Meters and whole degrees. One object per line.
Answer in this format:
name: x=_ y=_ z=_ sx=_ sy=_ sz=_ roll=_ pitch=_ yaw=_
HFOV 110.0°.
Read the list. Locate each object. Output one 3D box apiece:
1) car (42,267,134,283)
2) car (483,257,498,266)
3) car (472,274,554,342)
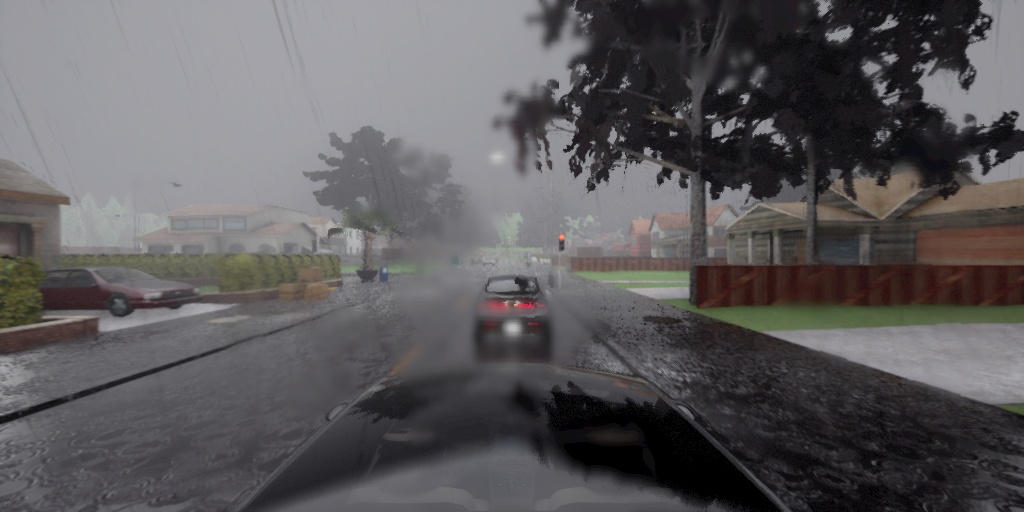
car: x=-34.006 y=1.095 z=28.715 sx=5.008 sy=1.535 sz=1.882 roll=0 pitch=0 yaw=0
car: x=-4.028 y=1.045 z=63.098 sx=1.895 sy=1.301 sz=4.718 roll=0 pitch=0 yaw=0
car: x=0.041 y=1.214 z=9.652 sx=1.837 sy=1.490 sz=4.892 roll=0 pitch=0 yaw=0
